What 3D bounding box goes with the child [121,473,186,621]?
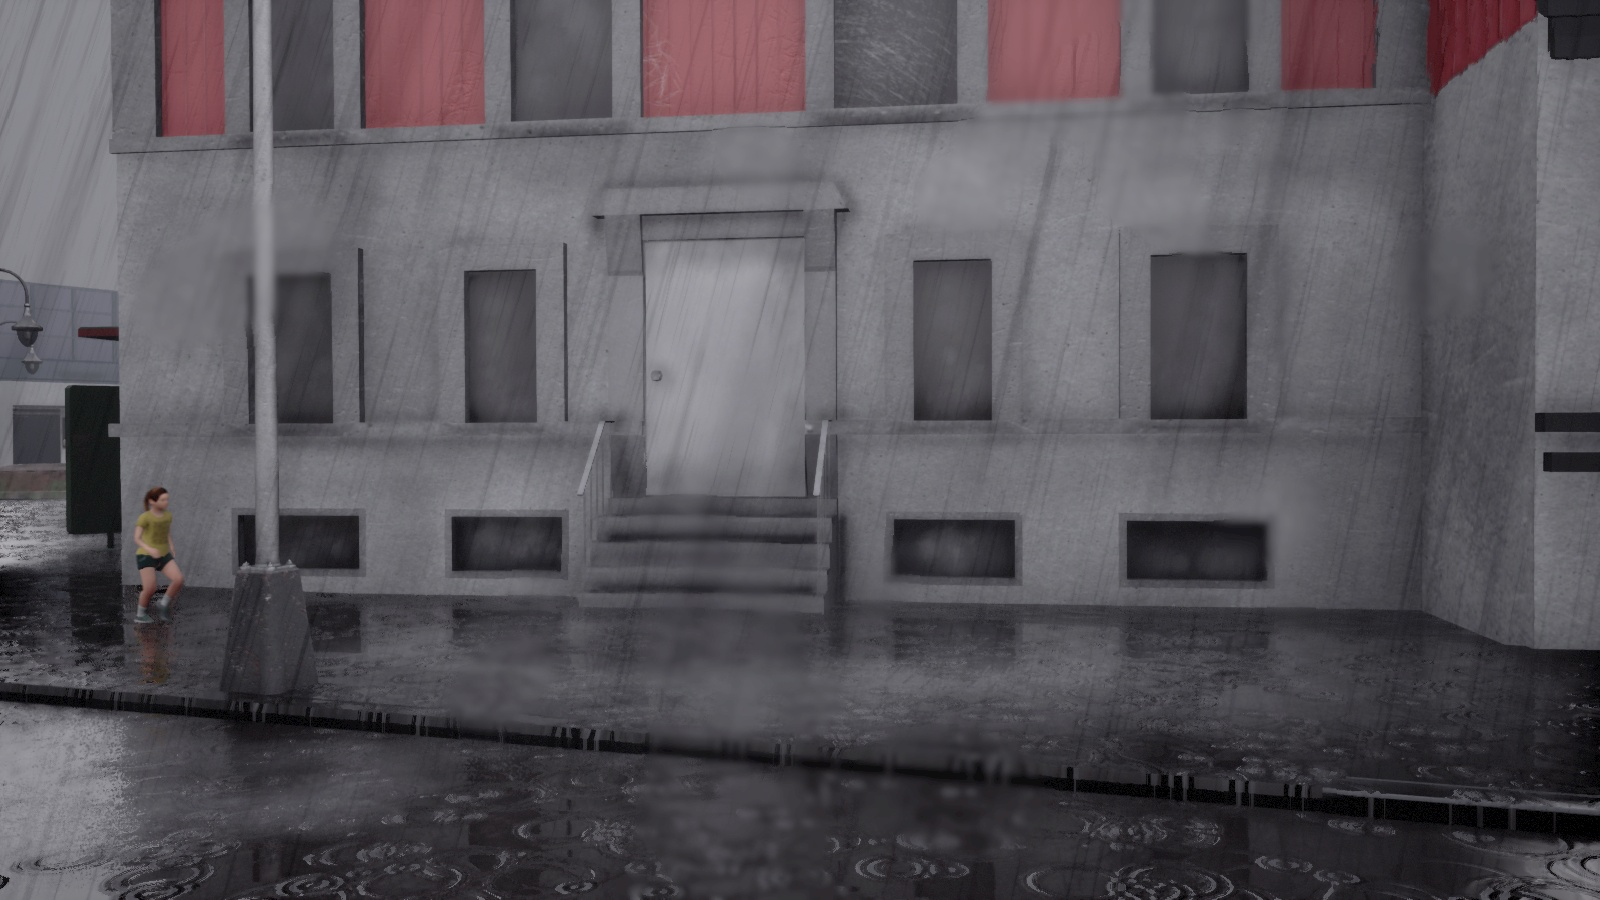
[{"bbox_3d":[-5.007,0.742,9.725,0.394,1.110,0.255,1,1,24],"label":"child"}]
